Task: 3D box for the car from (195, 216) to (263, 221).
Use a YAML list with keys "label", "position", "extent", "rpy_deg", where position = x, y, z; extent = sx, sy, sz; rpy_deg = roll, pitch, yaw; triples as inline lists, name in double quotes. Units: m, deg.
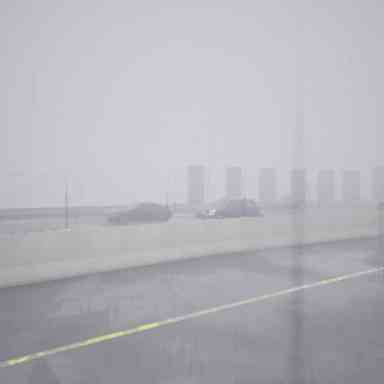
- label: "car"
  position: [2.435, 1.233, 22.013]
  extent: [4.553, 1.767, 2.097]
  rpy_deg: [0, 0, -31]
